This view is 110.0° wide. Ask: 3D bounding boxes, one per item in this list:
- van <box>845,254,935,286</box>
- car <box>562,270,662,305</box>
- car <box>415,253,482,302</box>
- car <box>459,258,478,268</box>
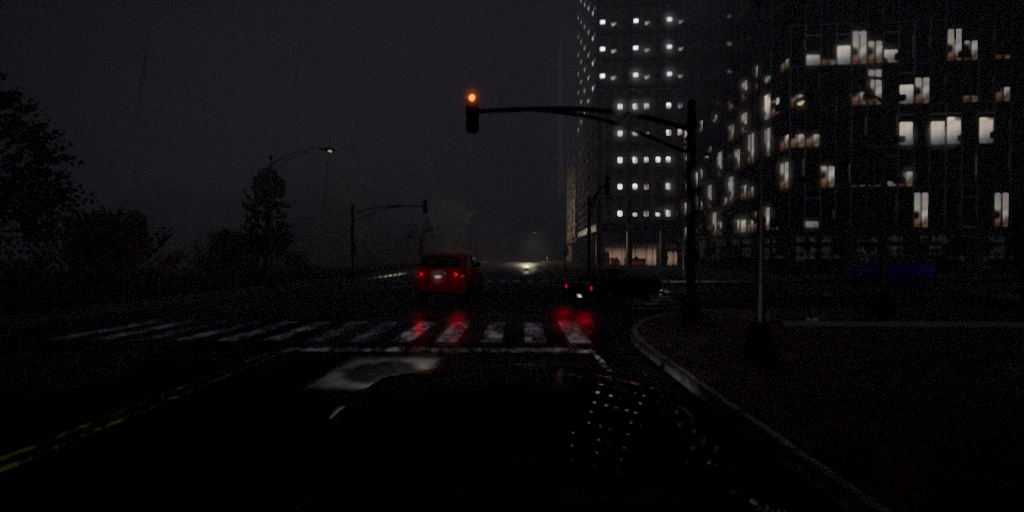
[{"bbox_3d":[22.116,0.784,21.097,3.998,1.789,1.690,0,0,4],"label":"van"},{"bbox_3d":[4.440,1.236,15.453,4.718,1.301,1.895,-1,1,-37],"label":"car"},{"bbox_3d":[-2.766,0.892,16.665,2.150,2.045,5.566,0,0,3],"label":"car"},{"bbox_3d":[-6.993,1.034,57.890,2.128,1.511,4.902,0,0,4],"label":"car"}]
